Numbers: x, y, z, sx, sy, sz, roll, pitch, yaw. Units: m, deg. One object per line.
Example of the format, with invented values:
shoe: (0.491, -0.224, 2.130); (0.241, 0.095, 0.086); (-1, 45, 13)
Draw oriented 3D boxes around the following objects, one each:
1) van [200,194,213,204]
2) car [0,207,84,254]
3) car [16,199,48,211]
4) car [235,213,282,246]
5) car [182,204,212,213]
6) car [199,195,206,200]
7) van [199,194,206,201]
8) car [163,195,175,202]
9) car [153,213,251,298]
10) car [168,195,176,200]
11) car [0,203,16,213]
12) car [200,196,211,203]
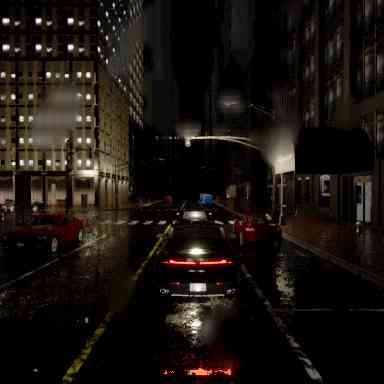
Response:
van: (2.768, 1.329, 58.464); (1.690, 1.788, 3.998); (0, 0, 0)
car: (-5.806, 1.543, 13.507); (1.887, 1.381, 4.507); (0, 0, 0)
car: (-18.469, 1.499, 37.246); (4.403, 1.369, 2.008); (0, 0, 1)
car: (2.835, 1.580, 14.871); (1.802, 1.307, 4.206); (0, 0, 0)
car: (0.125, 1.562, 17.394); (1.994, 1.385, 4.181); (0, 0, 0)
car: (2.818, 1.550, 92.644); (1.802, 1.307, 4.206); (0, 0, 0)
van: (2.809, 1.313, 86.947); (1.690, 1.788, 3.998); (0, 0, 0)
car: (-5.587, 1.524, 75.566); (1.887, 1.381, 4.507); (0, 0, 0)
car: (0.111, 1.504, 8.518); (1.837, 1.490, 4.892); (0, 0, 0)
car: (-5.563, 1.534, 92.657); (1.947, 1.339, 4.313); (0, 0, 0)
car: (-18.568, 1.308, 28.864); (5.009, 1.841, 2.192); (0, 0, 1)
car: (2.785, 1.534, 69.857); (2.008, 1.369, 4.403); (0, 0, 0)
